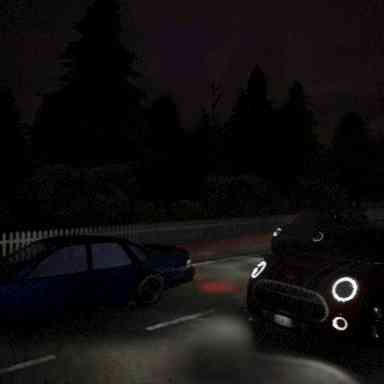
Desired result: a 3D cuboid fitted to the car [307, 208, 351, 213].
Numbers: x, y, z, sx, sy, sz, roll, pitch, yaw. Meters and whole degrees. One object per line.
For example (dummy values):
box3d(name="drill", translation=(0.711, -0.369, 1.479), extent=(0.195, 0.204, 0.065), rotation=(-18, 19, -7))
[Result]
box3d(name="car", translation=(4.997, 1.420, 12.342), extent=(4.553, 1.767, 2.097), rotation=(0, -1, -38))

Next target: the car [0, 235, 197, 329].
box3d(name="car", translation=(-2.421, 1.606, 6.592), extent=(5.357, 1.411, 2.033), rotation=(0, -1, -38))

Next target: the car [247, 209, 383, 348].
box3d(name="car", translation=(3.167, 1.387, 6.498), extent=(4.553, 1.767, 2.097), rotation=(0, -1, -38))
